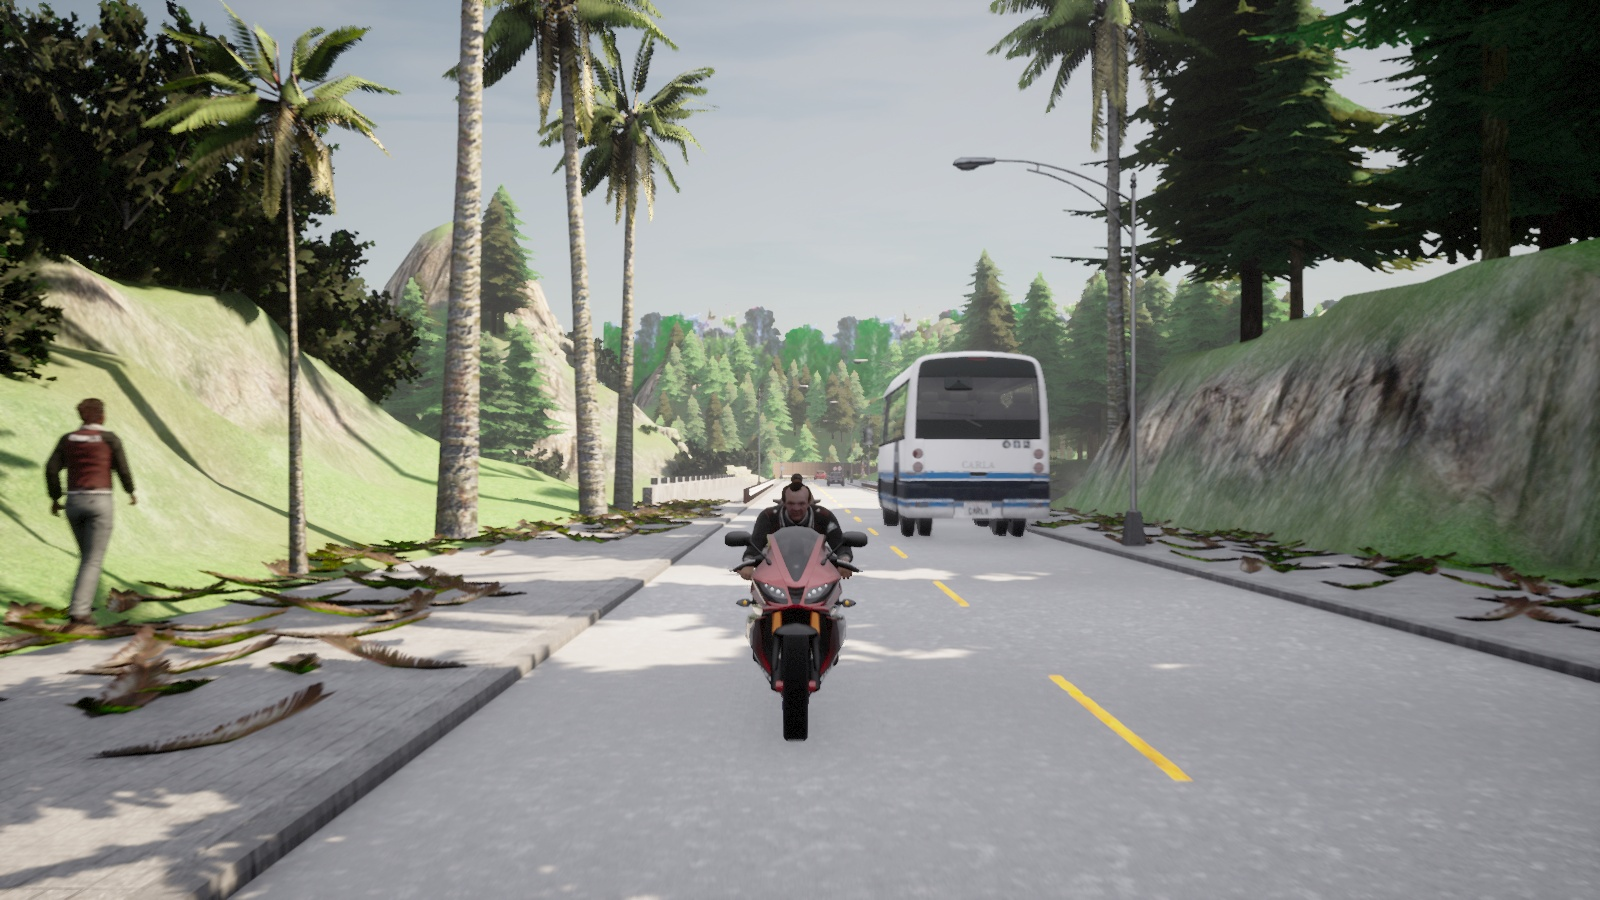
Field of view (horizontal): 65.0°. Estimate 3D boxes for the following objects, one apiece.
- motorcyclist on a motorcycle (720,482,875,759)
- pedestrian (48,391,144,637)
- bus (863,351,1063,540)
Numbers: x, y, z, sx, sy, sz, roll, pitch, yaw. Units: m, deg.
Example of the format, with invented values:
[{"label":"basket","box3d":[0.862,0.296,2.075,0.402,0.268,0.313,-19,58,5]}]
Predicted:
[{"label":"motorcyclist on a motorcycle","box3d":[-0.017,0.986,8.152,0.866,1.530,2.191,0,-1,0]},{"label":"pedestrian","box3d":[-5.715,0.509,10.214,0.402,1.930,0.666,0,-1,0]},{"label":"bus","box3d":[3.923,-0.018,33.432,3.944,4.253,10.273,0,-1,0]}]
